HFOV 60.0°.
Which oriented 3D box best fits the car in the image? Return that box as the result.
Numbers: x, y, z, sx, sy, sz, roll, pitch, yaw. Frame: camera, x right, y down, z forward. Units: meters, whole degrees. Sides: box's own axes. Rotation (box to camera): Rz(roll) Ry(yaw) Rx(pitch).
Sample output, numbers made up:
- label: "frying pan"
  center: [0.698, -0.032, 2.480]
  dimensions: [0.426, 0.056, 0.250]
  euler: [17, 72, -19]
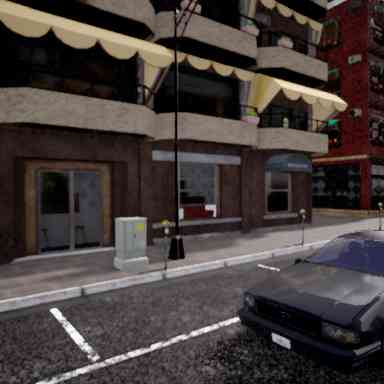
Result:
- label: "car"
  center: [3.277, 1.416, 5.714]
  dimensions: [5.357, 1.411, 2.033]
  euler: [-2, 1, -35]
